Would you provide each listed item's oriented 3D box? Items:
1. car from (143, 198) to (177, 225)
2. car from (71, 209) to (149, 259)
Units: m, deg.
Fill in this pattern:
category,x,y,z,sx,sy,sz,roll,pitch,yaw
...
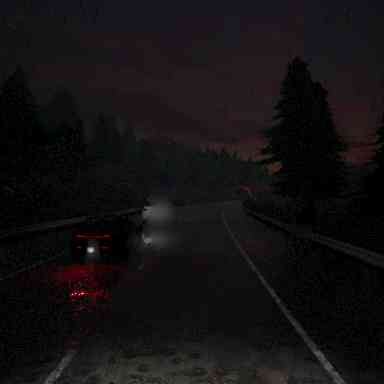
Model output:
category,x,y,z,sx,sy,sz,roll,pitch,yaw
car,-2.516,1.495,26.966,2.150,2.045,5.566,0,0,4
car,-3.174,1.640,13.224,1.837,1.490,4.892,0,0,3
